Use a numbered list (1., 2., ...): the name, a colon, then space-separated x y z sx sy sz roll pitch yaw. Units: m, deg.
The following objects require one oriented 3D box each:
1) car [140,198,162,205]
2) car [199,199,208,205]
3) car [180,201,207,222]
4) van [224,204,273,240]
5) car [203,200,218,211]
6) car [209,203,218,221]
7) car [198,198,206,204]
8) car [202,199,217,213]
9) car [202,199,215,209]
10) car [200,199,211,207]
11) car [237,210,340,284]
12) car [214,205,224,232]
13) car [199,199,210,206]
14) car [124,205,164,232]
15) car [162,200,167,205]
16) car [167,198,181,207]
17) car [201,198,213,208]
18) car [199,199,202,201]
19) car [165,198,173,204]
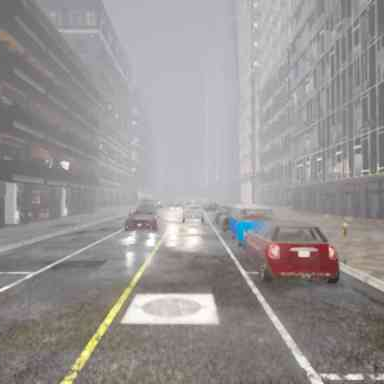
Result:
1. car: -5.687 1.726 43.855 2.192 1.841 5.009 1 -1 0
2. car: 2.679 2.302 77.758 1.802 1.307 4.206 1 -1 0
3. car: 0.101 1.802 29.302 1.812 1.442 4.674 0 0 0
4. van: 2.701 1.490 15.601 1.690 1.788 3.998 1 -1 0
5. car: 2.688 2.008 49.504 1.887 1.381 4.507 1 -1 0
6. car: 2.694 1.821 26.900 1.947 1.339 4.313 1 -1 0
7. car: 2.676 2.403 89.061 1.802 1.307 4.206 1 -1 0
8. car: 2.689 1.977 43.853 1.947 1.339 4.313 1 -1 0
9. car: 2.688 1.955 55.157 1.967 1.590 4.097 1 -1 0
10. car: 2.683 2.168 66.457 2.008 1.369 4.403 1 -1 0
11. car: 2.701 1.536 9.947 1.967 1.590 4.097 1 -1 0
12. car: 2.695 1.768 21.249 1.947 1.339 4.313 1 -1 0
13. car: 2.681 2.219 72.108 2.008 1.369 4.403 1 -1 0
14. car: -3.105 1.769 21.622 1.994 1.385 4.181 0 -1 0
15. car: -5.694 2.080 55.155 1.947 1.339 4.313 1 -1 0
16. car: -3.044 2.079 63.037 2.128 1.511 4.902 0 0 0
17. car: 2.686 2.006 60.807 1.967 1.590 4.097 1 -1 0
18. car: 0.061 1.922 44.658 2.163 1.488 4.792 0 0 0
19. car: -5.701 2.294 83.240 1.752 1.417 4.829 1 -1 0
